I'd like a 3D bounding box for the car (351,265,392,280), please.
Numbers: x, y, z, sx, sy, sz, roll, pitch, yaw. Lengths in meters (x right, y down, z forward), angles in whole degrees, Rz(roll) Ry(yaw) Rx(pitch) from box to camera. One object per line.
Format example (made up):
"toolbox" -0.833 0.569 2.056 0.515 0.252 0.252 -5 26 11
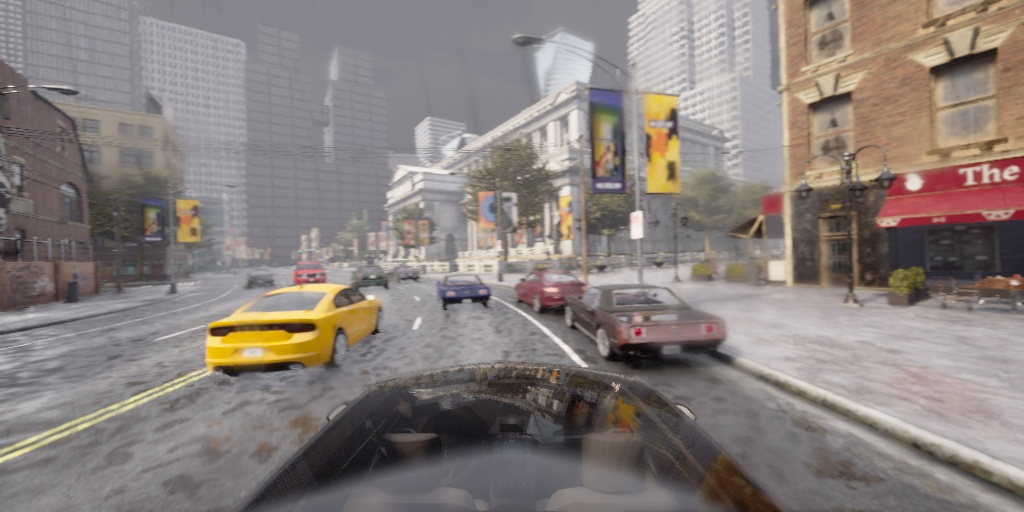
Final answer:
"car" -10.343 1.440 25.840 2.097 1.767 4.553 -2 0 -29

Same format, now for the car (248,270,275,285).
"car" -22.953 2.024 32.863 1.812 1.442 4.674 -2 0 -33

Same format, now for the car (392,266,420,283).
"car" -9.808 1.620 32.015 2.033 1.411 5.357 -2 0 -32

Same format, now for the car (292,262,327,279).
"car" -16.589 1.513 29.392 2.150 2.045 5.566 -2 0 -32

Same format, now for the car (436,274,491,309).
"car" -2.262 1.427 15.565 1.895 1.301 4.718 -2 0 -15

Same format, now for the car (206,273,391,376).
"car" -4.322 1.368 8.048 1.882 1.535 5.008 -2 0 -7
